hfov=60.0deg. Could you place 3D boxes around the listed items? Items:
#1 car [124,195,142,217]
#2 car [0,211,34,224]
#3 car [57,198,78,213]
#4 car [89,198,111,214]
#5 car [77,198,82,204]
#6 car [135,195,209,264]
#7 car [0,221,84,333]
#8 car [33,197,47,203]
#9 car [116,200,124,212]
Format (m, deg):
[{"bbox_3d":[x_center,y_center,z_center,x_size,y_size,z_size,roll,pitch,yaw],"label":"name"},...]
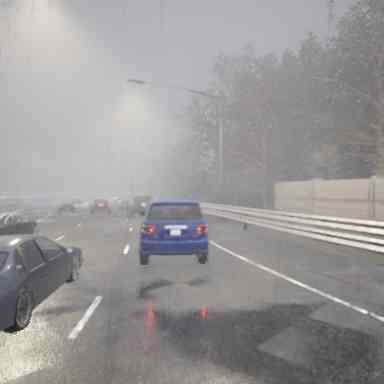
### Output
[{"bbox_3d":[-5.094,1.340,32.583,2.150,2.045,5.566,0,0,-17],"label":"car"},{"bbox_3d":[-8.080,1.573,14.144,2.128,1.511,4.902,0,0,-8],"label":"car"},{"bbox_3d":[-14.973,1.715,39.801,1.812,1.442,4.674,0,0,-21],"label":"car"},{"bbox_3d":[-10.502,1.513,37.778,2.097,1.767,4.553,0,0,-20],"label":"car"},{"bbox_3d":[-24.785,1.879,70.202,1.994,1.385,4.181,0,0,-40],"label":"car"},{"bbox_3d":[-0.752,1.260,12.176,2.150,2.045,5.566,0,0,-6],"label":"car"},{"bbox_3d":[-3.736,1.586,6.745,2.033,1.411,5.357,0,0,-4],"label":"car"},{"bbox_3d":[-38.659,1.991,84.781,4.181,1.385,1.994,0,0,40],"label":"car"},{"bbox_3d":[-8.277,1.725,41.817,1.994,1.385,4.181,0,0,-21],"label":"car"}]
